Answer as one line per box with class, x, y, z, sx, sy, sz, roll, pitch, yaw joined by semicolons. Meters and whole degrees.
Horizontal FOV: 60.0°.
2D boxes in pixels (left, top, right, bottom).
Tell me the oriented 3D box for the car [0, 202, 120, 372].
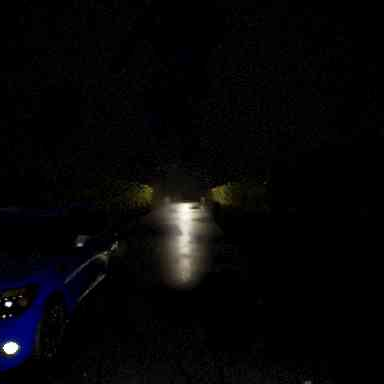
car;-2.843;1.240;6.088;2.150;2.045;5.566;0;0;0
